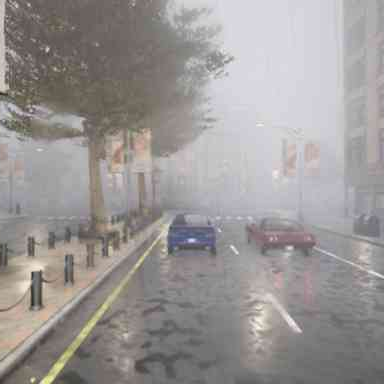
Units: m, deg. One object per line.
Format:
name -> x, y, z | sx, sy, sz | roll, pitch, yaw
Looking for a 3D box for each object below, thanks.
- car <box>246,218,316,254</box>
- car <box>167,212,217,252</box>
car -> 3.495, 1.729, 14.110 | 1.895, 1.301, 4.718 | 0, 0, 0
car -> -0.002, 1.610, 14.482 | 1.882, 1.535, 5.008 | 0, 0, 0
